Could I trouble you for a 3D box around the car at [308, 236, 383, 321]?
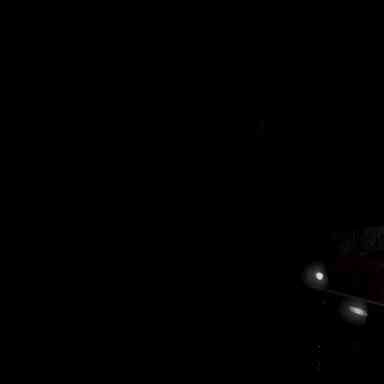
[{"bbox_3d":[4.407,1.545,6.525,4.718,1.301,1.895,-1,0,-36],"label":"car"}]
